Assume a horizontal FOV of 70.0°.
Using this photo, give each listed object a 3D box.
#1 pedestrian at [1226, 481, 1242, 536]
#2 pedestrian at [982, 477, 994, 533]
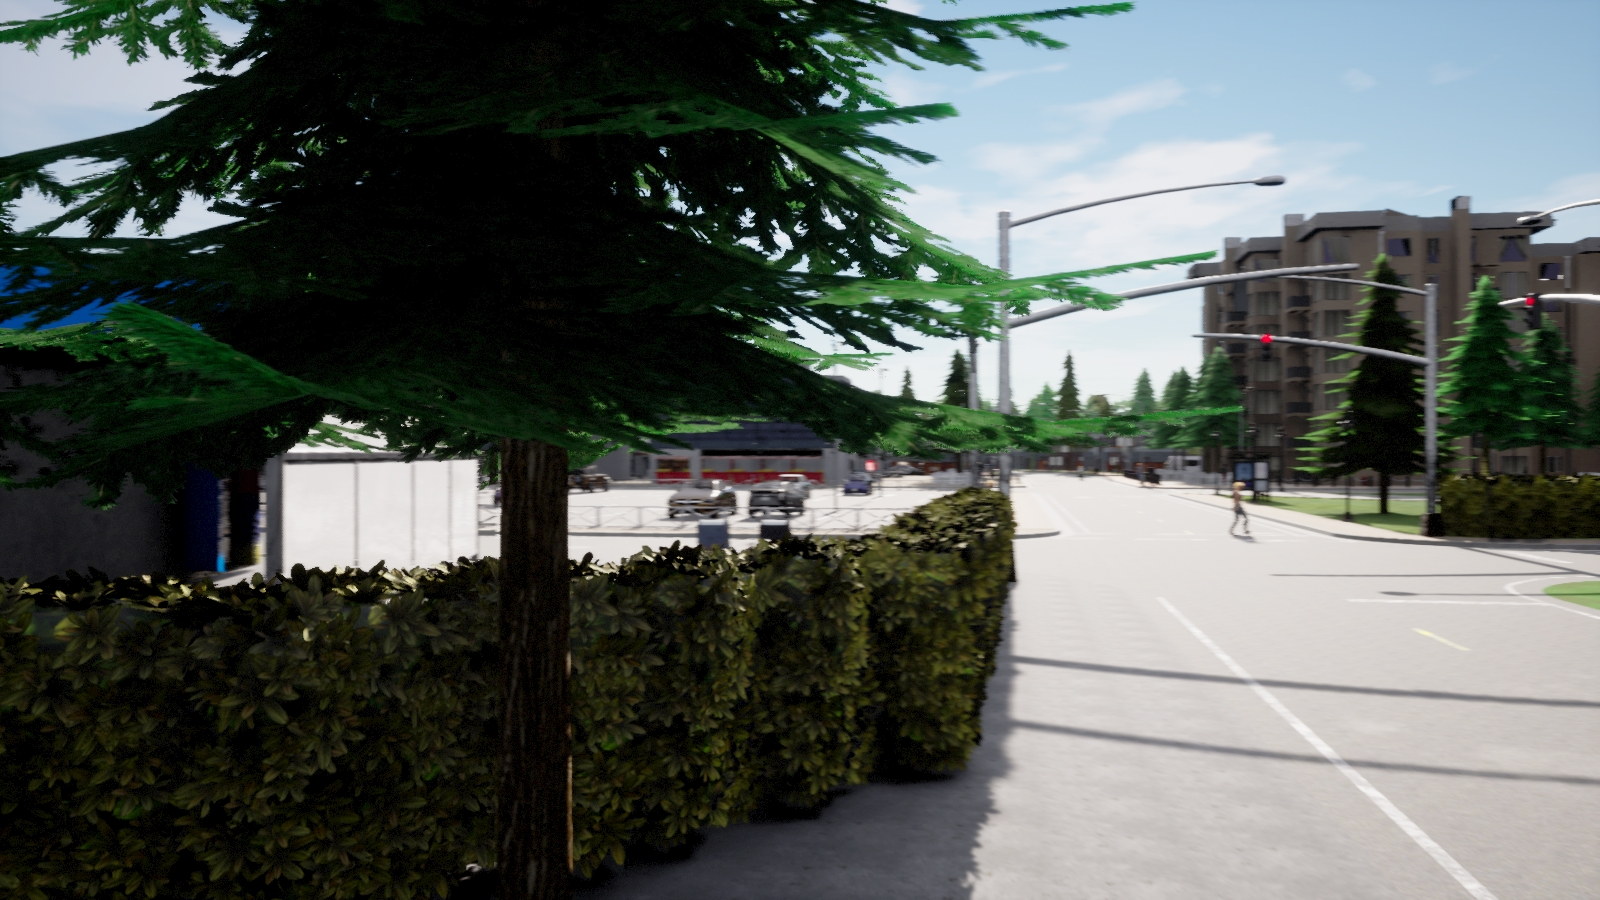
[{"bbox_3d":[14.693,1.975,38.707,0.375,1.860,0.375,0,0,-4],"label":"pedestrian"},{"bbox_3d":[6.260,1.830,38.043,0.375,1.860,0.375,0,0,4],"label":"pedestrian"}]
